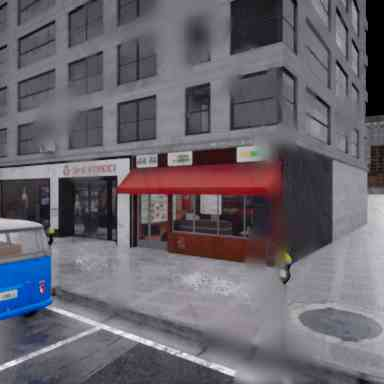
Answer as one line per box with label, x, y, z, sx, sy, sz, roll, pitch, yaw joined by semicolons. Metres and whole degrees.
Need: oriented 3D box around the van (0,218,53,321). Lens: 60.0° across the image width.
van;-4.304;1.340;6.154;3.998;1.788;1.690;0;0;36
